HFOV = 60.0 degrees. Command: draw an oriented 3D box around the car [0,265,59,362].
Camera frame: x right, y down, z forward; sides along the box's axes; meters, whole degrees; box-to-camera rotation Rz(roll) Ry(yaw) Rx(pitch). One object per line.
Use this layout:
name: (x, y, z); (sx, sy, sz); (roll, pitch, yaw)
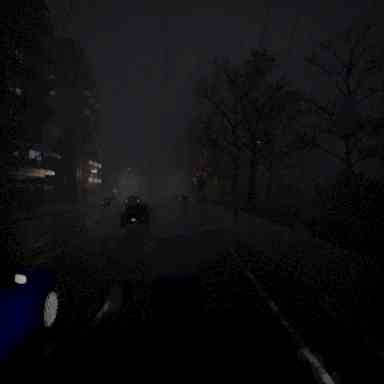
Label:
car: (-3.178, 1.469, 3.711); (1.882, 1.535, 5.008); (0, 0, 0)

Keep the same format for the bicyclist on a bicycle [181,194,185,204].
bicyclist on a bicycle: (-1.640, 1.207, 58.657); (0.659, 1.776, 1.843); (0, 0, -5)

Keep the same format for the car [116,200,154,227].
car: (-3.540, 1.470, 22.038); (1.812, 1.442, 4.674); (0, 0, -2)

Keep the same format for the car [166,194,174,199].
car: (-6.117, 1.141, 91.913); (1.895, 1.301, 4.718); (0, 0, -8)

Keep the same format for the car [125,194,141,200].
car: (-8.224, 1.228, 46.687); (2.097, 1.767, 4.553); (0, 0, -4)

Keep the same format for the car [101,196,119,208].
car: (-11.490, 1.358, 46.784); (1.882, 1.535, 5.008); (0, 0, -4)

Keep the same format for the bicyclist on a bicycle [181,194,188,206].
bicyclist on a bicycle: (-0.928, 1.234, 49.608); (0.659, 1.776, 1.843); (0, 0, -4)

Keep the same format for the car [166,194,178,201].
car: (-4.291, 1.282, 76.620); (1.837, 1.490, 4.892); (0, 0, -7)
